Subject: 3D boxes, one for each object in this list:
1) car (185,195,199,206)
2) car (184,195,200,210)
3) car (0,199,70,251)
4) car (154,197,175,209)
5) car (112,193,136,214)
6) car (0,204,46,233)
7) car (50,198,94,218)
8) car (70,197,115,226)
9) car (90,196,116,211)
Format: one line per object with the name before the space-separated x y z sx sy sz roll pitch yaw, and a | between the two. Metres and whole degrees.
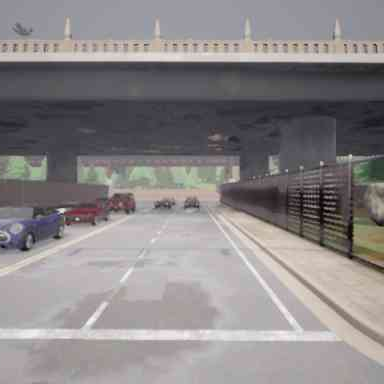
car | -0.012 1.263 51.142 2.128 1.511 4.902 0 0 0
car | -0.009 1.426 40.816 1.895 1.301 4.718 0 0 0
car | -7.091 1.311 13.833 2.097 1.767 4.553 0 0 0
car | -3.510 1.422 41.179 1.895 1.301 4.718 0 0 0
car | -7.083 1.078 33.706 2.150 2.045 5.566 0 0 0
car | -10.595 1.490 19.773 1.994 1.385 4.181 0 0 0
car | -10.595 1.366 29.785 2.128 1.511 4.902 0 0 0
car | -7.091 1.389 23.061 1.882 1.535 5.008 0 0 0
car | -10.564 1.328 39.872 1.837 1.490 4.892 0 0 0
